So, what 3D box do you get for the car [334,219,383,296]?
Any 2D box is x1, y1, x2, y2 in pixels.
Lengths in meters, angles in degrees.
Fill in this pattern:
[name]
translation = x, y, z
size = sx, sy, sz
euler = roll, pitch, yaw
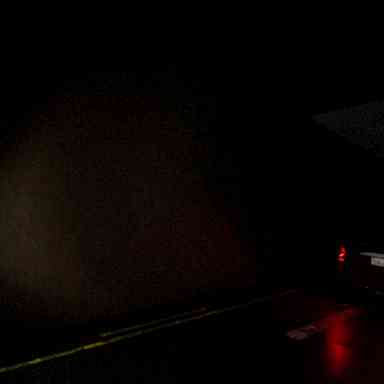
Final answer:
[car]
translation = 5.288, 1.352, 7.552
size = 4.553, 1.767, 2.097
euler = 0, 0, -35
